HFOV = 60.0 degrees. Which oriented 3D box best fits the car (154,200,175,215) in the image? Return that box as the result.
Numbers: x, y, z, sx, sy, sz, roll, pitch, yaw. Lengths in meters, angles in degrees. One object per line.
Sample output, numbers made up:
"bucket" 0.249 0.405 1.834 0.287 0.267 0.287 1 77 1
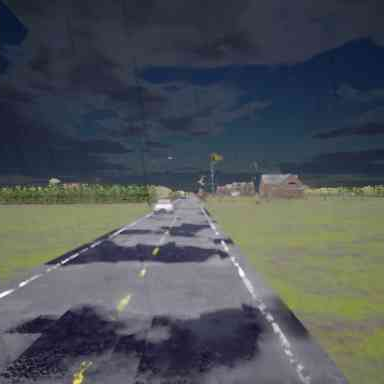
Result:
"car" -2.840 1.533 34.360 1.812 1.442 4.674 0 0 0
